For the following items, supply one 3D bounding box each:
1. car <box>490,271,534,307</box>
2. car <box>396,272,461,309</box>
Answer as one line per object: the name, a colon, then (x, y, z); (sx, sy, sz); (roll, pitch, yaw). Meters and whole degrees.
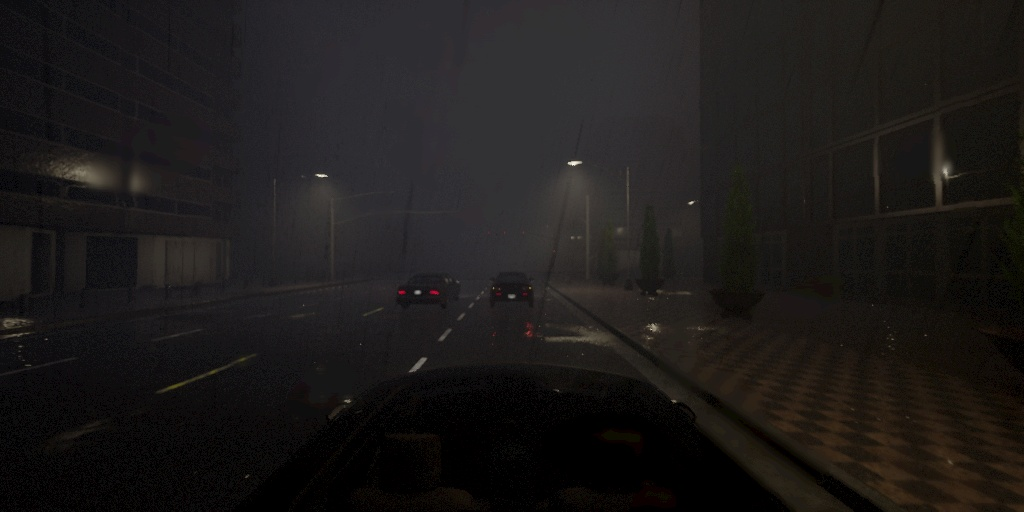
car: (-0.005, 1.414, 16.231); (1.812, 1.442, 4.674); (0, 0, 0)
car: (-3.508, 1.432, 15.848); (2.033, 1.411, 5.357); (0, -1, 0)
